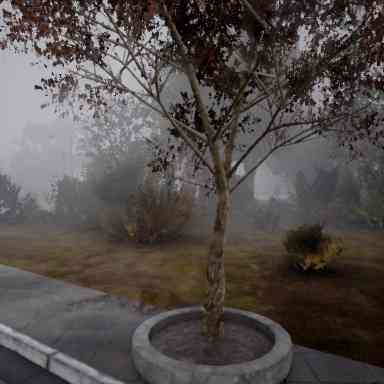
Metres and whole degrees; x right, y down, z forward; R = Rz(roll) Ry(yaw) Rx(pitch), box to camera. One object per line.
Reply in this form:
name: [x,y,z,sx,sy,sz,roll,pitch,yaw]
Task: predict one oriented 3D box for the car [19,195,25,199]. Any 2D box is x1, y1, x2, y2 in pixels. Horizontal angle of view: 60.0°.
car: [-22.628,1.174,43.321,1.837,1.490,4.892,1,0,32]
